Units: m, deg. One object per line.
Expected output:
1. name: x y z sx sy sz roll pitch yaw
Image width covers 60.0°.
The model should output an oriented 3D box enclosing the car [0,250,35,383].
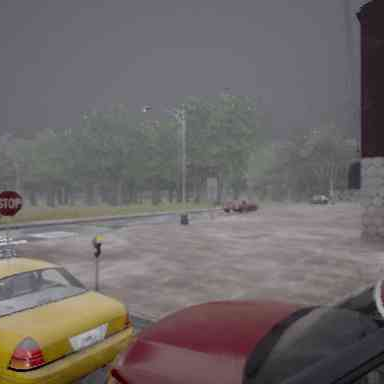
1. car: -2.993 1.546 4.942 4.829 1.417 1.752 0 0 35

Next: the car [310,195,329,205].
1. car: 21.394 1.294 55.772 2.097 1.767 4.553 0 0 36

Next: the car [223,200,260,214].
1. car: 4.994 1.477 33.044 1.895 1.301 4.718 0 0 36

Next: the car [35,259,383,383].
1. car: 1.660 1.313 1.623 5.009 1.841 2.192 0 0 35
